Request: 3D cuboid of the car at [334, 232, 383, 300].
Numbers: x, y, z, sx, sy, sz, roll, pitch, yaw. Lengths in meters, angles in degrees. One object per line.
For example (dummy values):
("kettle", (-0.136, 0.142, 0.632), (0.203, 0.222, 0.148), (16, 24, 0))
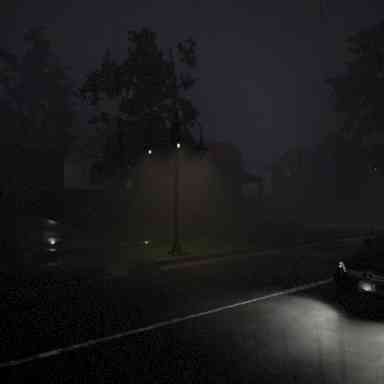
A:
("car", (5.209, 1.526, 7.640), (4.674, 1.442, 1.812), (0, 0, -35))
